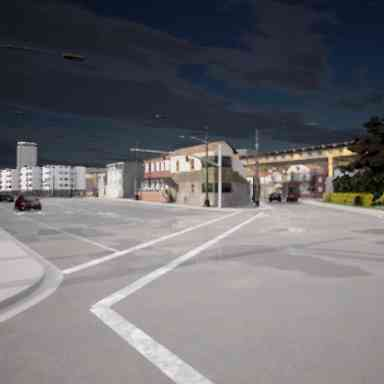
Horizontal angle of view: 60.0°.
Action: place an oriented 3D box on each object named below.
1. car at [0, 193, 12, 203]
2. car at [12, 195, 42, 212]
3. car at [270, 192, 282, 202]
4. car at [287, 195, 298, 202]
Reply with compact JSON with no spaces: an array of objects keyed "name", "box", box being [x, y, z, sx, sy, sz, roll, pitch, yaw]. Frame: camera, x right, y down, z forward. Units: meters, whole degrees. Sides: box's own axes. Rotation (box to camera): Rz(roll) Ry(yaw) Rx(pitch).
[{"name":"car","box":[-28.159,0.861,50.411,1.837,1.490,4.892,0,1,-36]},{"name":"car","box":[-17.687,1.148,35.913,2.097,1.767,4.553,0,1,-36]},{"name":"car","box":[17.938,1.106,71.485,2.150,2.045,5.566,0,0,9]},{"name":"car","box":[21.391,1.352,70.913,1.882,1.535,5.008,0,0,9]}]
